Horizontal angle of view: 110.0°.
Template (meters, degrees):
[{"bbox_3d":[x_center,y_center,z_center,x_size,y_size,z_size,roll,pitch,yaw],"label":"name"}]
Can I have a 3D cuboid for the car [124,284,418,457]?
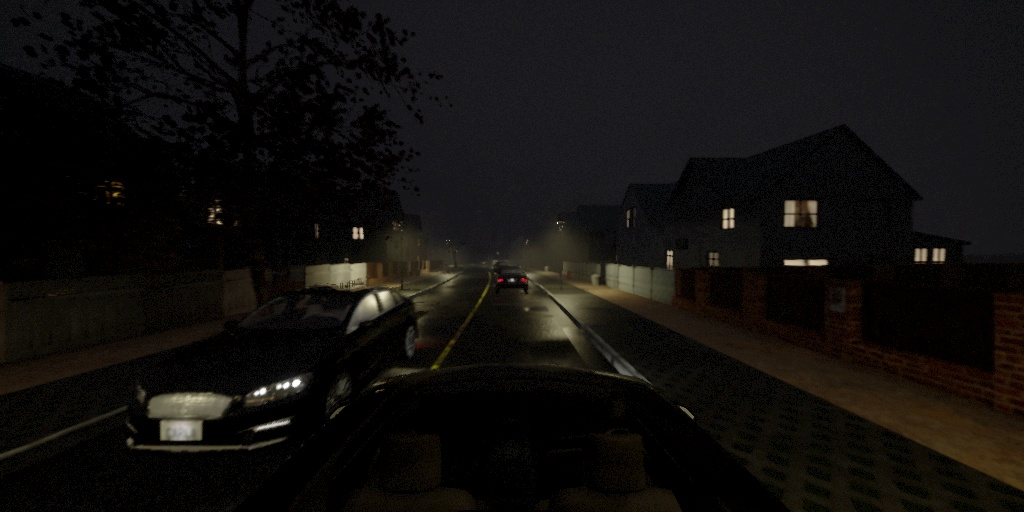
[{"bbox_3d":[-2.851,1.240,5.544,2.128,1.511,4.902,0,0,0],"label":"car"}]

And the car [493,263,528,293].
[{"bbox_3d":[-0.063,1.299,20.972,2.033,1.411,5.357,0,0,-2],"label":"car"}]
